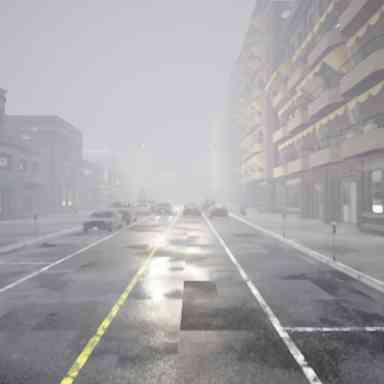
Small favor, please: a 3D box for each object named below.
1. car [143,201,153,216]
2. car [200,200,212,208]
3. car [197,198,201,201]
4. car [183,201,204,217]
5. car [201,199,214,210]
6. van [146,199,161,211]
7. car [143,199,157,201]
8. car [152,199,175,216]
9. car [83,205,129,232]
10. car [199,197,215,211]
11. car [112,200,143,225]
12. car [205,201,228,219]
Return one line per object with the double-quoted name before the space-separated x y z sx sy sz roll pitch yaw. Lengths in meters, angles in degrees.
"car" -5.798 2.024 38.974 1.802 1.307 4.206 1 -1 0
"car" 2.522 2.269 61.805 1.947 1.339 4.313 1 -1 0
"car" -0.107 2.009 46.856 1.882 1.535 5.008 0 -1 0
"car" -0.016 1.980 36.742 1.994 1.385 4.181 0 -1 -1
"car" 2.541 2.078 56.119 1.967 1.590 4.097 1 -1 0
"van" -5.790 1.913 50.349 1.690 1.788 3.998 1 -1 0
"car" -5.789 1.822 44.664 2.192 1.841 5.009 1 -1 0
"car" -3.213 1.948 39.125 1.837 1.490 4.892 0 -1 0
"car" -5.740 1.814 21.915 1.947 1.339 4.313 1 -1 0
"car" 2.560 1.887 50.435 2.192 1.841 5.009 1 -1 0
"car" -5.752 1.628 27.604 2.192 1.841 5.009 1 -1 0
"car" 2.607 1.923 33.373 1.887 1.381 4.507 1 -1 0
